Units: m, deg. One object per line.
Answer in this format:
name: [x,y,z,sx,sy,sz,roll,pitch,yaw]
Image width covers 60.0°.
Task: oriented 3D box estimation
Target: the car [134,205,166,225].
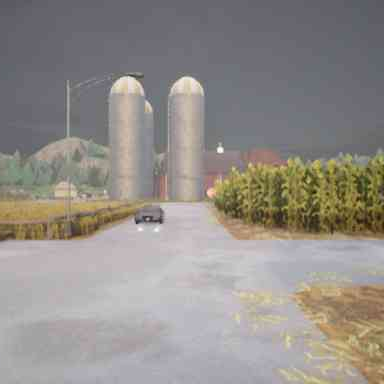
car: [-3.055,1.679,24.971,1.994,1.385,4.181,0,0,0]
